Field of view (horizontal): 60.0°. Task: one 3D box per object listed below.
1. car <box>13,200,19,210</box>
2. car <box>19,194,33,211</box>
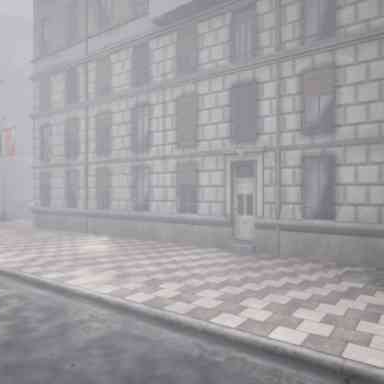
[{"bbox_3d":[-19.310,1.221,41.848,2.150,2.045,5.566,0,0,36],"label":"car"},{"bbox_3d":[-17.118,1.352,38.901,2.097,1.767,4.553,0,0,36],"label":"car"}]
